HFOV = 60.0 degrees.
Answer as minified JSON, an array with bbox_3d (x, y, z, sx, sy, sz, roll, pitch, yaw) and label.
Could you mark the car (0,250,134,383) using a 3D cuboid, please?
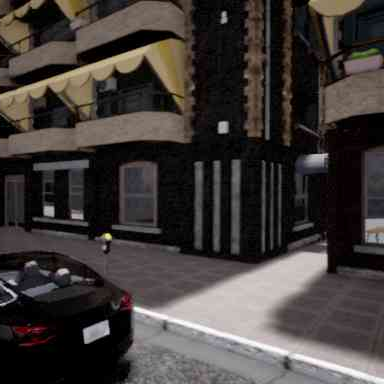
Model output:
[{"bbox_3d":[-2.727,1.535,4.812,4.313,1.339,1.947,0,0,35],"label":"car"}]
